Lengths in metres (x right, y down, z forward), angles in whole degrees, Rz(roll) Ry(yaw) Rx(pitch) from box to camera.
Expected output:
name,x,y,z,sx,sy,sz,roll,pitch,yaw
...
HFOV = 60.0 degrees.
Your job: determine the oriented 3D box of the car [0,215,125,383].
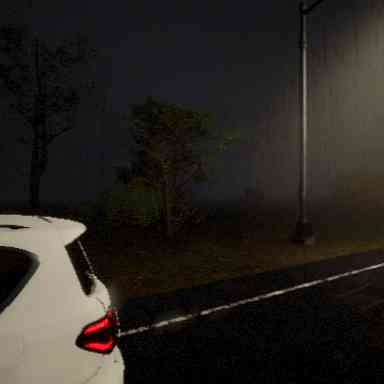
name,x,y,z,sx,sy,sz,roll,pitch,yaw
car,-3.140,1.224,1.752,5.566,2.045,2.150,0,0,-36
